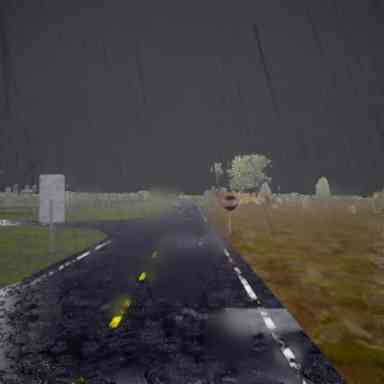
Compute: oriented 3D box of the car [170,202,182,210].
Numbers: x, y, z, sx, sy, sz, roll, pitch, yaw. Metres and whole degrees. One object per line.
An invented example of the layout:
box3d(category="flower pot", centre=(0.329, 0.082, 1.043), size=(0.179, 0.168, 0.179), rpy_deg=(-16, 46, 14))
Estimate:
box3d(category="car", centre=(-2.742, 2.344, 57.430), size=(1.994, 1.385, 4.181), rpy_deg=(0, -1, 0))
